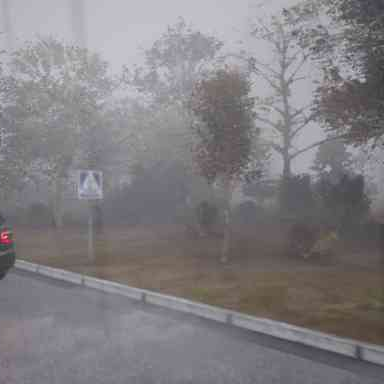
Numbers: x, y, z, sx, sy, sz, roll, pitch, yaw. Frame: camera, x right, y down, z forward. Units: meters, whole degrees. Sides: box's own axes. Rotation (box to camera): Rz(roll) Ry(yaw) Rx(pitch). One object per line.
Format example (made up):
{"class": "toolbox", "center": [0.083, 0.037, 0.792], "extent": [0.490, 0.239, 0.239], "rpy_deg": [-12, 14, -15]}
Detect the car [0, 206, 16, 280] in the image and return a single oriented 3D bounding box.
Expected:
{"class": "car", "center": [-6.701, 1.178, 8.480], "extent": [5.566, 2.045, 2.150], "rpy_deg": [0, 0, 36]}
